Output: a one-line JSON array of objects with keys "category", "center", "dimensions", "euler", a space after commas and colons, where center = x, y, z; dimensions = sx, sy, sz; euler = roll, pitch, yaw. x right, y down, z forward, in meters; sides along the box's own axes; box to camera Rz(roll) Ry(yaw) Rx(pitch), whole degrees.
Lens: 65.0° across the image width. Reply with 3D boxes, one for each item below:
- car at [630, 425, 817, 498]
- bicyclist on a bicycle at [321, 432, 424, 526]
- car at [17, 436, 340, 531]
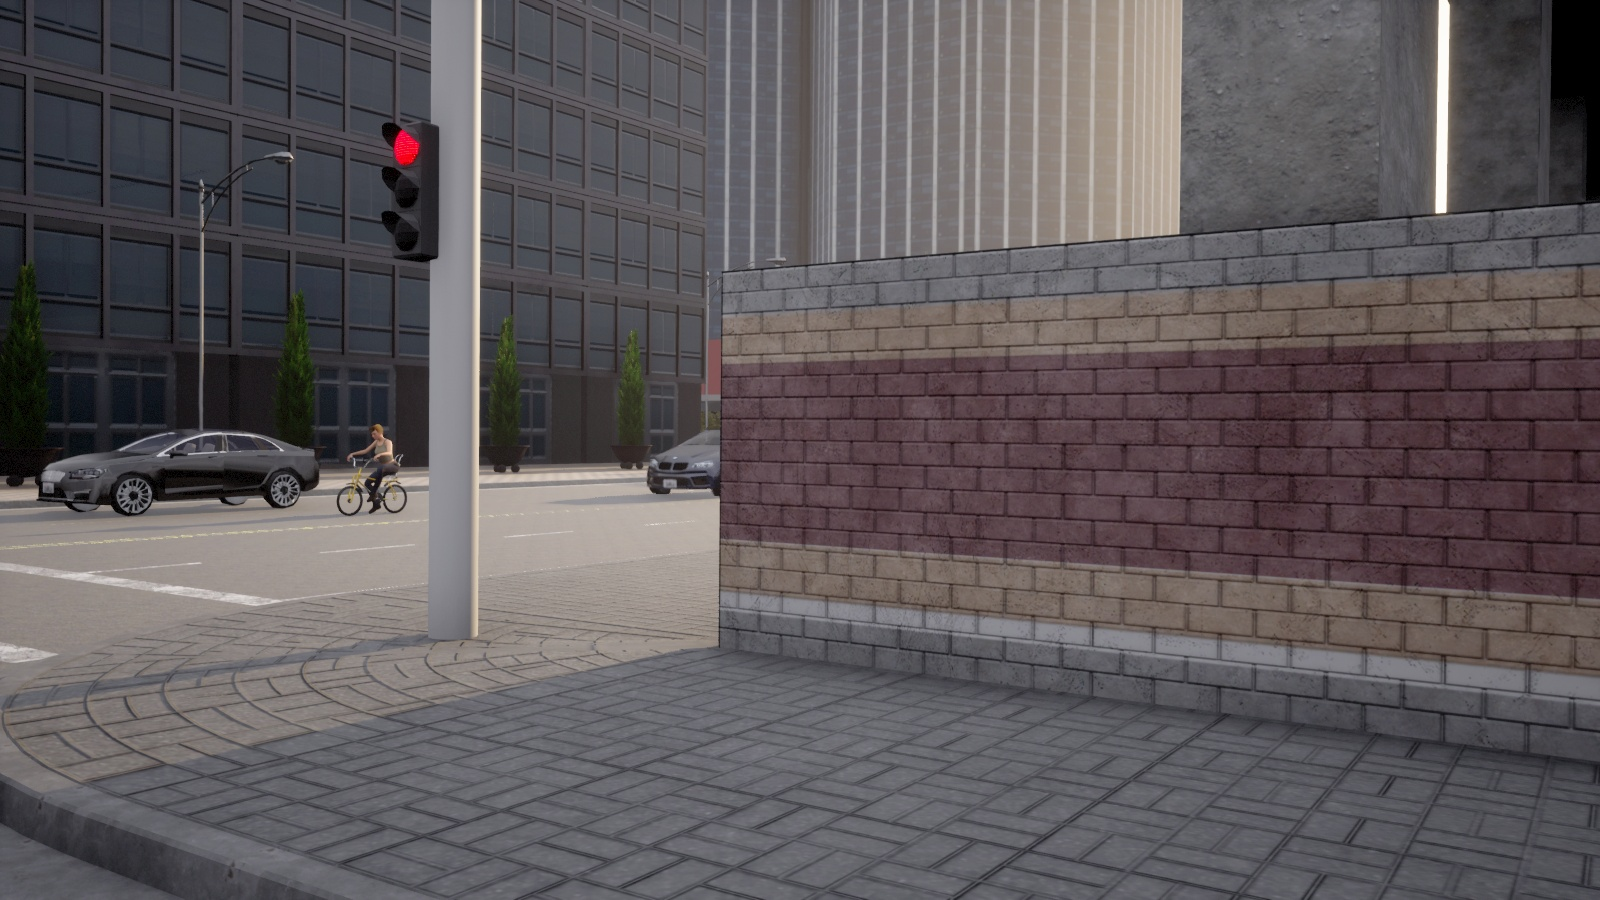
[{"category": "car", "center": [-1.792, 0.224, 31.040], "dimensions": [2.242, 1.667, 4.611], "euler": [0, 1, 34]}, {"category": "bicyclist on a bicycle", "center": [-7.597, 0.487, 22.361], "dimensions": [0.866, 1.612, 1.509], "euler": [0, 1, 34]}, {"category": "car", "center": [-11.276, 0.529, 23.165], "dimensions": [2.128, 1.511, 4.902], "euler": [0, 1, 34]}]
